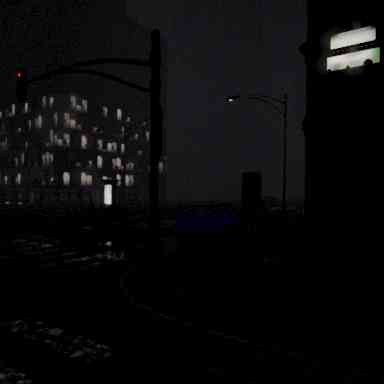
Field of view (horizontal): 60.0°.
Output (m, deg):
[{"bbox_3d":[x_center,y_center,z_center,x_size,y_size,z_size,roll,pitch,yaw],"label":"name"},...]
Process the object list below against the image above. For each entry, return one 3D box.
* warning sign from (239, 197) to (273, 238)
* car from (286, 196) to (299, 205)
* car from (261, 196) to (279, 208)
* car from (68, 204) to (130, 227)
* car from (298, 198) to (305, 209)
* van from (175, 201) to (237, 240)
[{"bbox_3d":[3.115,1.174,16.125,1.300,1.860,1.060,1,1,35],"label":"warning sign"},{"bbox_3d":[16.348,1.357,53.300,1.752,1.417,4.829,1,1,35],"label":"car"},{"bbox_3d":[10.034,1.287,44.420,1.967,1.590,4.097,1,1,35],"label":"car"},{"bbox_3d":[-5.999,1.460,21.878,1.947,1.339,4.313,1,1,35],"label":"car"},{"bbox_3d":[15.591,1.438,42.344,1.837,1.490,4.892,1,1,36],"label":"car"},{"bbox_3d":[0.833,1.365,17.019,1.690,1.788,3.998,1,1,35],"label":"van"}]
